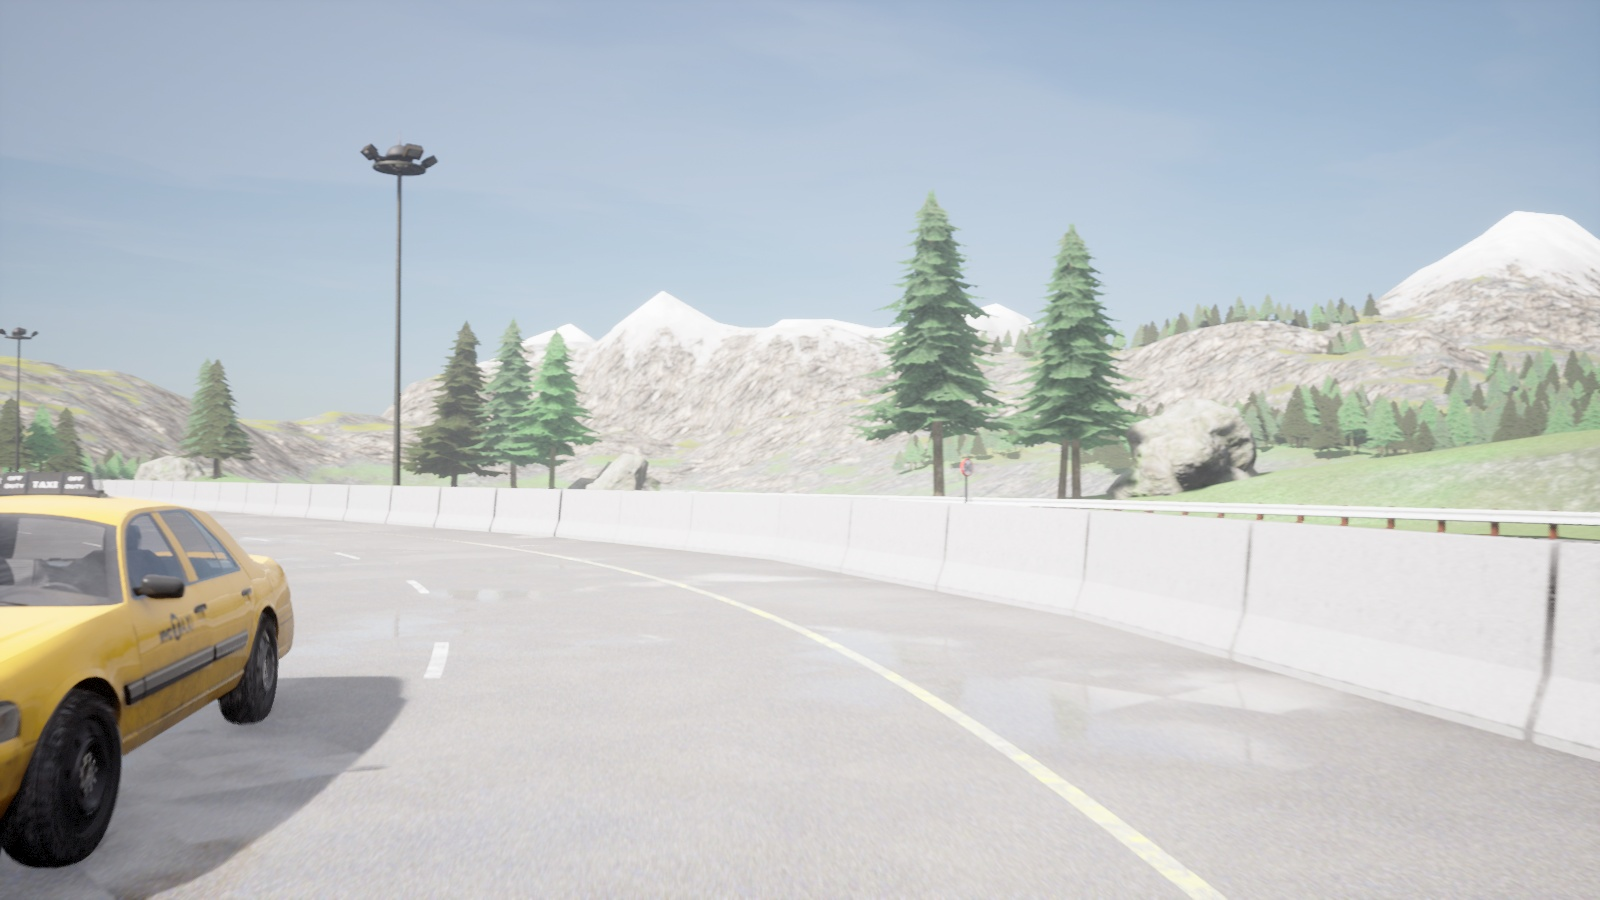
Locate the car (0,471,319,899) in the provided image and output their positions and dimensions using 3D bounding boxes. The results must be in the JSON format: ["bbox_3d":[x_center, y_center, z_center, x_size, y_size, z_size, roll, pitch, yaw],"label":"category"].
[{"bbox_3d":[-4.039,0.916,6.652,1.801,1.575,5.366,0,-1,-10],"label":"car"}]
